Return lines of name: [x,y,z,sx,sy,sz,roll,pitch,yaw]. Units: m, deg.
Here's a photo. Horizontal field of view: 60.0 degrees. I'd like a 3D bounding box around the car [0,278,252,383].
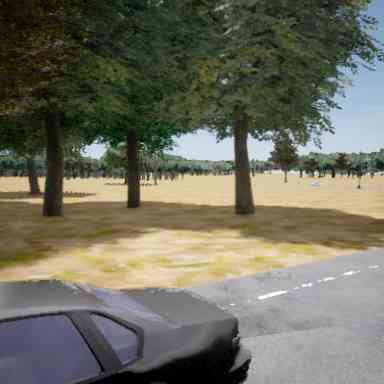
car: [-1.942,1.553,2.626,5.357,1.411,2.033,0,0,-35]
